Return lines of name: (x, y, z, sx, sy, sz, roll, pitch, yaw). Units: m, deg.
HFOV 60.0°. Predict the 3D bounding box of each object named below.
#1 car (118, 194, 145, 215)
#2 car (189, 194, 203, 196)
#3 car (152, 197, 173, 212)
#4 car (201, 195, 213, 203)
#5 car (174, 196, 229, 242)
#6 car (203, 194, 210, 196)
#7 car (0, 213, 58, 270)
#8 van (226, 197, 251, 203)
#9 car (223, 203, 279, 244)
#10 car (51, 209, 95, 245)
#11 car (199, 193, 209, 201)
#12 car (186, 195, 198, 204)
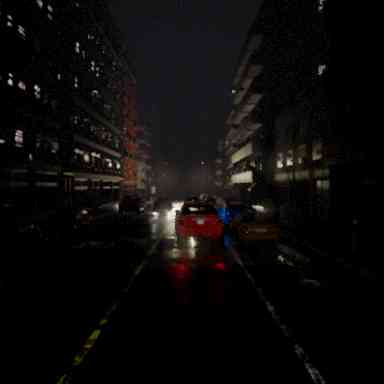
car: (-5.719, 1.143, 32.080, 2.192, 1.841, 5.009, -1, 0, 0)
car: (0.082, 1.294, 39.709, 1.837, 1.490, 4.892, 0, 0, 0)
car: (-3.109, 1.312, 36.107, 1.837, 1.490, 4.892, 0, 0, 0)
car: (2.652, 1.232, 60.505, 1.887, 1.381, 4.507, -1, 0, 0)
car: (0.248, 1.263, 16.011, 2.097, 1.767, 4.553, 0, 0, -3)
car: (2.657, 1.293, 49.134, 2.008, 1.369, 4.403, -1, 0, 0)
car: (-5.704, 1.514, 9.343, 1.947, 1.339, 4.313, -1, 0, 0)
van: (2.668, 1.227, 20.711, 1.690, 1.788, 3.998, -1, 0, 0)
car: (2.673, 1.441, 15.197, 1.752, 1.417, 4.829, -1, 0, 0)
car: (-5.707, 1.483, 15.027, 1.947, 1.339, 4.313, -1, 0, 0)
car: (2.645, 1.075, 71.873, 1.967, 1.590, 4.097, -1, 0, 0)
car: (0.073, 1.266, 57.503, 1.994, 1.385, 4.181, 0, 0, 0)
